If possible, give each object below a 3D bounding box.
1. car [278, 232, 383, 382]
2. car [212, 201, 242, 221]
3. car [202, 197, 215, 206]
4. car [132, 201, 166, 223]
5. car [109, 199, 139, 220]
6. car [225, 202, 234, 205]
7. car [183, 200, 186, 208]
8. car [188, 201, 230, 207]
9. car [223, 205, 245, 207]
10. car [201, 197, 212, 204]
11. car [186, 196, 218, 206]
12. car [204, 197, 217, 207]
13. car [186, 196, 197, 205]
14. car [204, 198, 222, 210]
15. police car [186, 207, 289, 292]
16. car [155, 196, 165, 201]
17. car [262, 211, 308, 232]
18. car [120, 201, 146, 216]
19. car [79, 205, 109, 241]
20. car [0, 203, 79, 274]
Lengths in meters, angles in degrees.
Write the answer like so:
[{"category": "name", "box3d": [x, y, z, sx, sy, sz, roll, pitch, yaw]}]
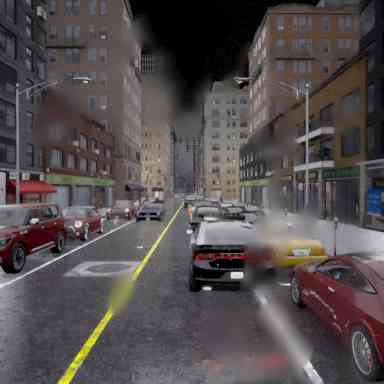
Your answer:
[{"category": "car", "box3d": [2.842, 1.580, 5.170, 1.802, 1.307, 4.206, -1, 0, 0]}, {"category": "car", "box3d": [2.787, 1.539, 27.514, 2.008, 1.369, 4.403, -1, 0, 0]}, {"category": "car", "box3d": [2.719, 1.531, 55.443, 1.947, 1.339, 4.313, -1, 0, 0]}, {"category": "car", "box3d": [-3.068, 1.591, 25.365, 1.895, 1.301, 4.718, 0, 0, 0]}, {"category": "car", "box3d": [-5.752, 1.429, 27.490, 1.967, 1.590, 4.097, -1, 0, 0]}, {"category": "car", "box3d": [2.801, 1.557, 21.928, 1.947, 1.339, 4.313, -1, 0, 0]}, {"category": "car", "box3d": [-0.115, 1.479, 46.414, 1.837, 1.490, 4.892, 0, 0, 0]}, {"category": "car", "box3d": [0.848, 1.498, 18.978, 1.837, 1.490, 4.892, 0, 0, 0]}, {"category": "car", "box3d": [2.814, 1.560, 16.342, 1.947, 1.339, 4.313, -1, 0, 0]}, {"category": "car", "box3d": [2.705, 1.540, 61.029, 1.802, 1.307, 4.206, -1, 0, 0]}, {"category": "car", "box3d": [0.767, 1.342, 24.940, 2.097, 1.767, 4.553, 0, 0, -1]}, {"category": "car", "box3d": [2.732, 1.496, 50.027, 1.752, 1.417, 4.829, -1, 0, 0]}, {"category": "car", "box3d": [-0.162, 1.437, 60.153, 1.882, 1.535, 5.008, 0, 0, 0]}, {"category": "car", "box3d": [2.746, 1.527, 44.271, 2.008, 1.369, 4.403, -1, 0, 0]}, {"category": "police car", "box3d": [0.875, 1.422, 9.088, 1.930, 1.638, 5.238, 0, 0, 0]}, {"category": "car", "box3d": [-5.840, 1.503, 61.005, 1.887, 1.381, 4.507, -1, 0, 0]}, {"category": "car", "box3d": [2.827, 1.522, 10.926, 1.752, 1.417, 4.829, -1, 0, 0]}, {"category": "car", "box3d": [-5.765, 1.567, 33.076, 1.802, 1.307, 4.206, -1, 0, 0]}, {"category": "car", "box3d": [-5.722, 1.434, 16.319, 1.967, 1.590, 4.097, -1, 0, 0]}, {"category": "car", "box3d": [-5.708, 1.311, 10.733, 2.192, 1.841, 5.009, -1, 0, 0]}]
